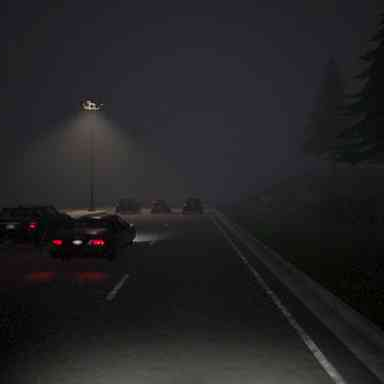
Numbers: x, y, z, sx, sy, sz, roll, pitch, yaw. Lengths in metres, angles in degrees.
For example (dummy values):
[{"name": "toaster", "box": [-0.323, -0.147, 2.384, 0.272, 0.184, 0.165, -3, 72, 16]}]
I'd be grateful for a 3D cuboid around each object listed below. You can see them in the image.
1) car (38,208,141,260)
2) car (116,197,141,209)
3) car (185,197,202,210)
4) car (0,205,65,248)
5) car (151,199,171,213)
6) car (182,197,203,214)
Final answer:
[{"name": "car", "box": [-3.399, 1.547, 12.379, 2.033, 1.411, 5.357, 0, 0, 0]}, {"name": "car", "box": [-6.896, 1.351, 36.512, 2.097, 1.767, 4.553, 0, 0, 0]}, {"name": "car", "box": [0.263, 1.491, 44.500, 2.128, 1.511, 4.902, 0, 0, 2]}, {"name": "car", "box": [-6.899, 1.351, 14.839, 2.097, 1.767, 4.553, 0, 0, 0]}, {"name": "car", "box": [-3.389, 1.477, 37.372, 1.882, 1.535, 5.008, 0, 0, 0]}, {"name": "car", "box": [0.097, 1.352, 35.289, 2.097, 1.767, 4.553, 0, 0, 0]}]
